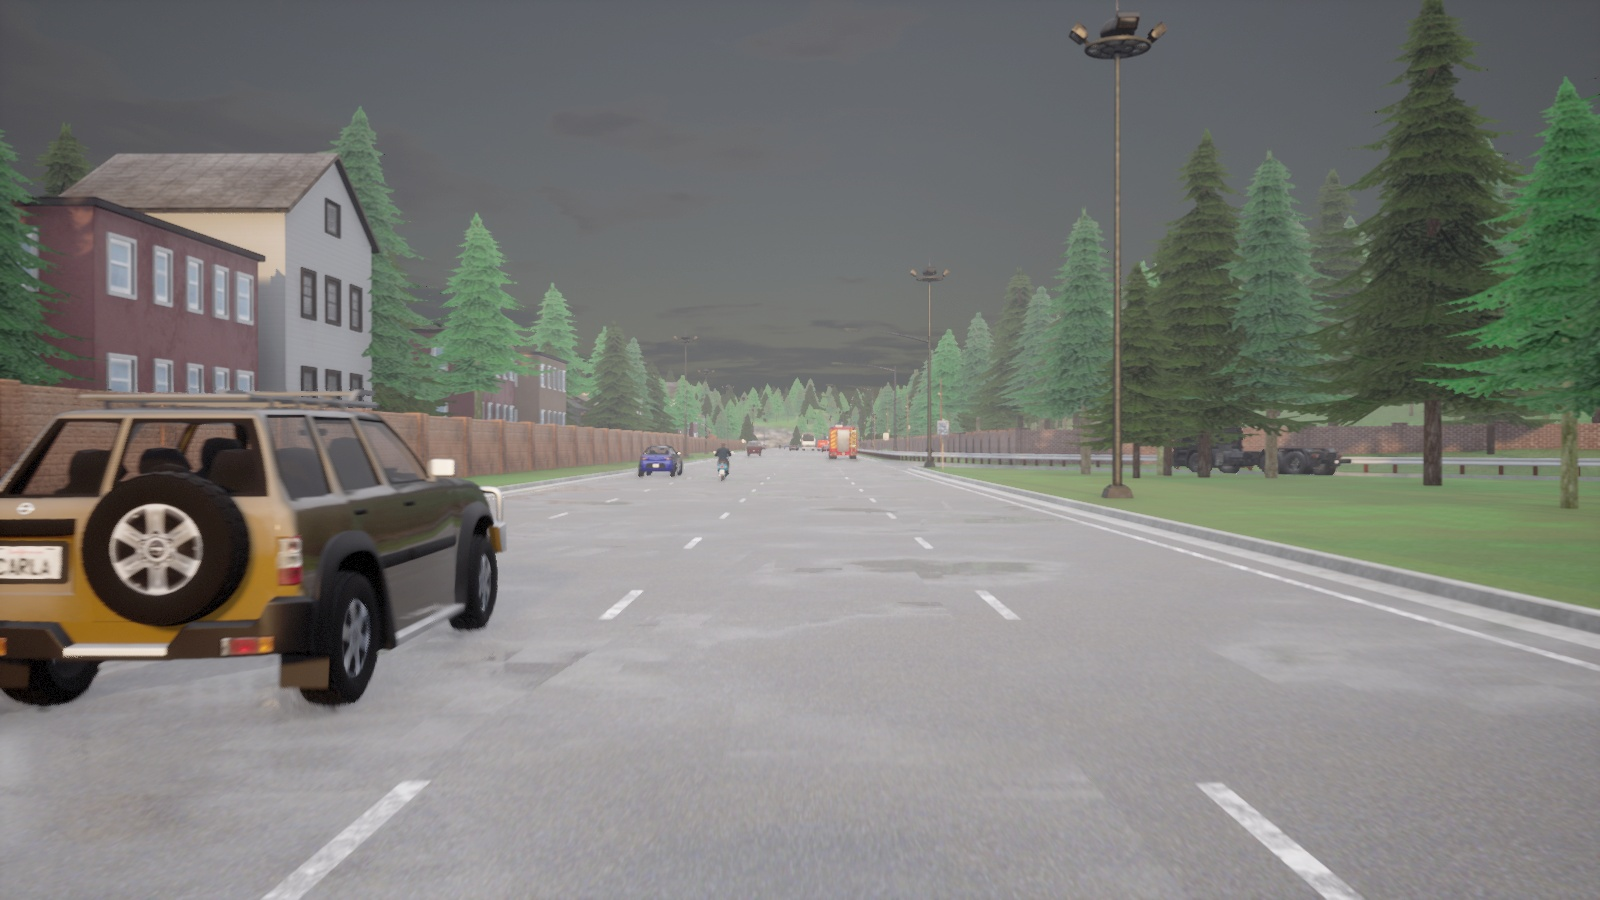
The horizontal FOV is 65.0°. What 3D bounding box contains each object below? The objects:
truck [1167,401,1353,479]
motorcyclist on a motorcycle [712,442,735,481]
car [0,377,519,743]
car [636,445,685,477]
[{"bbox_3d":[21.653,-0.461,59.523,2.891,3.462,7.936,0,0,-38],"label":"truck"},{"bbox_3d":[-3.186,0.483,52.456,0.866,1.590,1.817,0,0,0],"label":"motorcyclist on a motorcycle"},{"bbox_3d":[-3.438,0.527,8.668,1.932,1.855,4.605,0,1,0],"label":"car"},{"bbox_3d":[-6.613,0.510,60.029,1.816,1.474,4.193,0,0,1],"label":"car"}]
